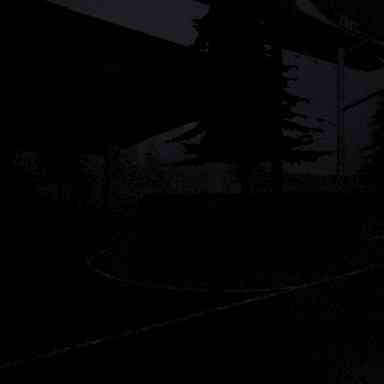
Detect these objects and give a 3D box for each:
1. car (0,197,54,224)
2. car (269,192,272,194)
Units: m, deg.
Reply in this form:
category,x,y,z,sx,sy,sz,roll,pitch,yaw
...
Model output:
category,x,y,z,sx,sy,sz,roll,pitch,yaw
car,-11.987,1.313,23.469,3.866,1.878,1.905,0,0,-36
car,6.216,1.050,28.679,2.150,2.045,5.566,0,1,-34
